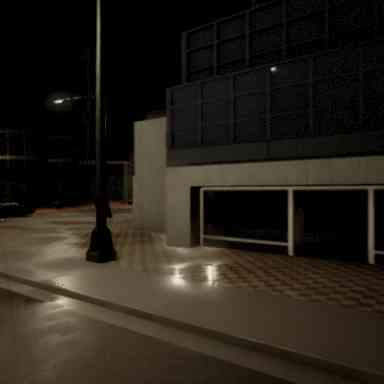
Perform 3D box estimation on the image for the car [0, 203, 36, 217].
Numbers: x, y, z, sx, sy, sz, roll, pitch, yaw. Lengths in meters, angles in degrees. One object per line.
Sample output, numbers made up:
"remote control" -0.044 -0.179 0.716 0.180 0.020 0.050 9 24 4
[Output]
"car" -16.571 1.659 29.501 1.895 1.301 4.718 0 0 36
